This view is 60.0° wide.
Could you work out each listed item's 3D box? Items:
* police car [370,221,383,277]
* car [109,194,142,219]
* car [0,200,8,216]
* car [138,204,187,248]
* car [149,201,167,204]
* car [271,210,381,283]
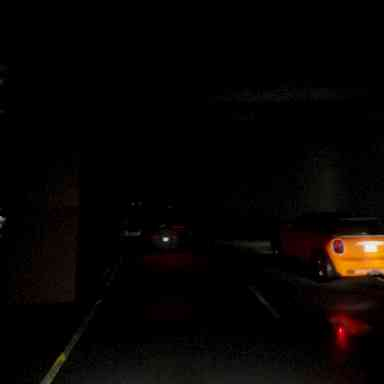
[{"bbox_3d":[4.475,1.419,3.691,1.930,1.638,5.238,0,0,-2],"label":"police car"},{"bbox_3d":[-6.469,1.244,33.094,2.150,2.045,5.566,0,0,-22],"label":"car"},{"bbox_3d":[-18.050,1.549,32.919,1.837,1.490,4.892,1,-1,-29],"label":"car"},{"bbox_3d":[-1.361,1.512,14.811,1.837,1.490,4.892,0,0,-9],"label":"car"},{"bbox_3d":[-3.756,1.620,35.565,1.895,1.301,4.718,0,0,-23],"label":"car"},{"bbox_3d":[3.992,1.348,9.952,2.097,1.767,4.553,0,0,-6],"label":"car"}]
